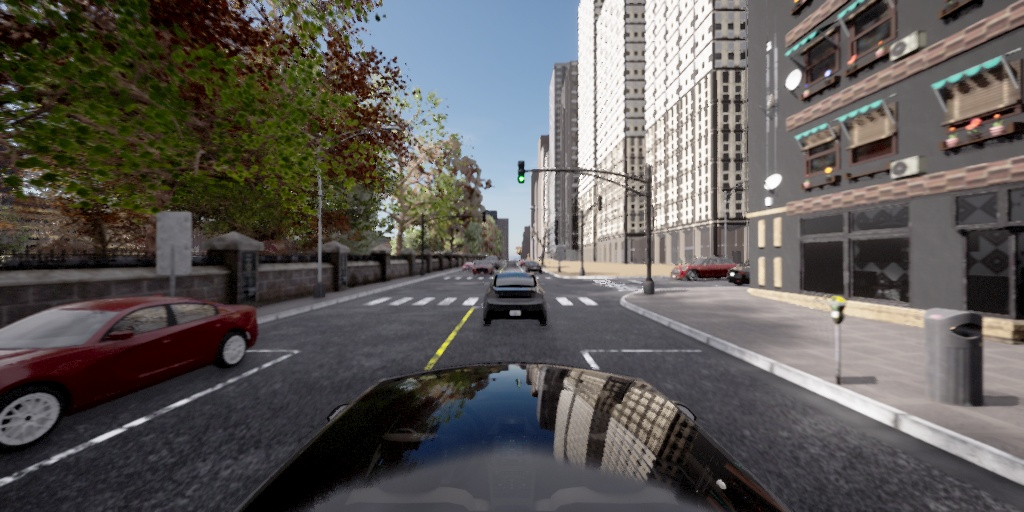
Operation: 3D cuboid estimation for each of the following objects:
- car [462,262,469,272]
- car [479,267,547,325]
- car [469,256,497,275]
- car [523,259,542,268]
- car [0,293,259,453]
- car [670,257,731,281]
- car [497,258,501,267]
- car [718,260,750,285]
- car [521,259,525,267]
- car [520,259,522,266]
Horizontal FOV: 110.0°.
[{"bbox_3d":[-5.722,1.414,48.708,1.802,1.307,4.207,0,0,0],"label":"car"},{"bbox_3d":[0.095,1.269,11.901,1.837,1.490,4.892,0,0,0],"label":"car"},{"bbox_3d":[-3.117,1.165,39.427,2.097,1.767,4.553,0,0,0],"label":"car"},{"bbox_3d":[2.662,1.386,43.082,1.948,1.339,4.313,0,0,0],"label":"car"},{"bbox_3d":[-5.822,1.300,5.158,1.888,1.381,4.507,0,0,0],"label":"car"},{"bbox_3d":[14.066,0.880,26.307,4.553,1.767,2.097,-1,0,-3],"label":"car"},{"bbox_3d":[-3.107,1.056,53.774,2.150,2.045,5.566,0,1,0],"label":"car"},{"bbox_3d":[14.673,1.051,20.508,4.313,1.339,1.948,0,0,0],"label":"car"},{"bbox_3d":[2.658,1.397,48.714,1.948,1.339,4.313,0,0,0],"label":"car"},{"bbox_3d":[2.655,1.410,54.347,1.948,1.339,4.313,0,0,0],"label":"car"}]
